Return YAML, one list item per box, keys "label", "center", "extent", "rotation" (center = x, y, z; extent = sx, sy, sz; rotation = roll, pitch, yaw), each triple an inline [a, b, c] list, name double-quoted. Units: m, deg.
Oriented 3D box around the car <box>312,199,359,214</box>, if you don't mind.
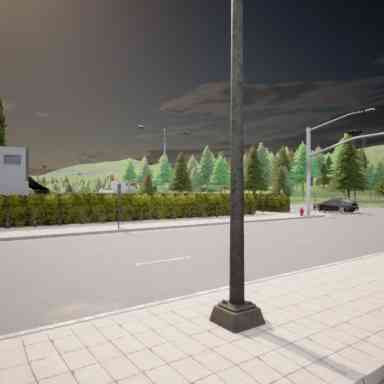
- label: "car"
  center: [15.331, 1.505, 35.837]
  extent: [1.837, 1.490, 4.892]
  rotation: [0, 0, -36]
